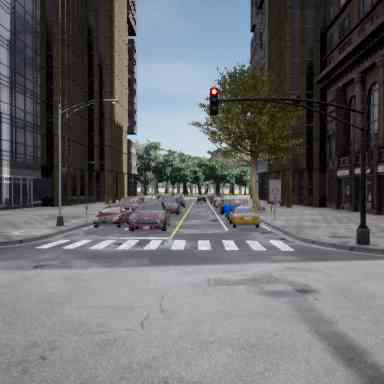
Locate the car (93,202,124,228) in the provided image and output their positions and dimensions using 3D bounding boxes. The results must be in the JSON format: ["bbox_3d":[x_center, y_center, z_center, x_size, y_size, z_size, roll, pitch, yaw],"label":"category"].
[{"bbox_3d":[-5.155,1.565,21.936,1.802,1.307,4.206,-1,0,2],"label":"car"}]

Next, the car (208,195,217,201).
[{"bbox_3d":[4.850,1.429,78.495,1.802,1.307,4.206,0,0,2],"label":"car"}]

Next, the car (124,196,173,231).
[{"bbox_3d":[-2.473,1.337,20.194,2.097,1.767,4.553,0,0,0],"label":"car"}]

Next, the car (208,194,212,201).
[{"bbox_3d":[4.257,1.462,55.786,2.008,1.369,4.403,-1,0,2],"label":"car"}]

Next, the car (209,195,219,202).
[{"bbox_3d":[4.702,1.415,72.817,2.008,1.369,4.403,0,0,2],"label":"car"}]

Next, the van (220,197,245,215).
[{"bbox_3d":[3.513,1.316,27.400,1.690,1.788,3.998,-1,0,2],"label":"van"}]

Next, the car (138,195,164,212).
[{"bbox_3d":[-4.713,1.268,38.970,2.192,1.841,5.009,-1,0,2],"label":"car"}]

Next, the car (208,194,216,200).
[{"bbox_3d":[5.002,1.355,84.342,1.752,1.417,4.829,0,0,2],"label":"car"}]

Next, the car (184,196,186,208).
[{"bbox_3d":[-1.841,1.538,45.843,1.895,1.301,4.718,0,0,2],"label":"car"}]

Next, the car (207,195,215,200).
[{"bbox_3d":[5.147,1.379,89.849,1.947,1.339,4.313,0,0,2],"label":"car"}]

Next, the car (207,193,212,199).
[{"bbox_3d":[4.403,1.211,61.463,2.192,1.841,5.009,-1,0,2],"label":"car"}]

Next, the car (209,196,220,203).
[{"bbox_3d":[4.553,1.431,67.141,2.008,1.369,4.403,-1,0,2],"label":"car"}]

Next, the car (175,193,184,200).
[{"bbox_3d":[-3.378,1.128,90.068,2.192,1.841,5.009,0,0,2],"label":"car"}]

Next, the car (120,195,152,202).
[{"bbox_3d":[-5.010,1.290,27.614,2.192,1.841,5.009,-1,0,2],"label":"car"}]

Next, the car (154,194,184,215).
[{"bbox_3d":[-2.202,1.318,32.656,2.097,1.767,4.553,0,0,2],"label":"car"}]

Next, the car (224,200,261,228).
[{"bbox_3d":[3.371,1.508,21.892,1.752,1.417,4.829,-1,0,2],"label":"car"}]

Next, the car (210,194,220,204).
[{"bbox_3d":[4.109,1.471,50.109,1.887,1.381,4.507,-1,0,2],"label":"car"}]

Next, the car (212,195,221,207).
[{"bbox_3d":[3.965,1.465,44.602,1.752,1.417,4.829,-1,0,2],"label":"car"}]

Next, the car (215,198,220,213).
[{"bbox_3d":[3.664,1.531,33.077,1.947,1.339,4.313,-1,0,2],"label":"car"}]

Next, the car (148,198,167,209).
[{"bbox_3d":[-4.562,1.491,44.648,2.008,1.369,4.403,-1,0,2],"label":"car"}]

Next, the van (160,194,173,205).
[{"bbox_3d":[-4.267,1.252,56.003,1.690,1.788,3.998,0,0,2],"label":"van"}]

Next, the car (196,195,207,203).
[{"bbox_3d":[1.864,1.389,65.866,1.837,1.490,4.892,0,0,2],"label":"car"}]
